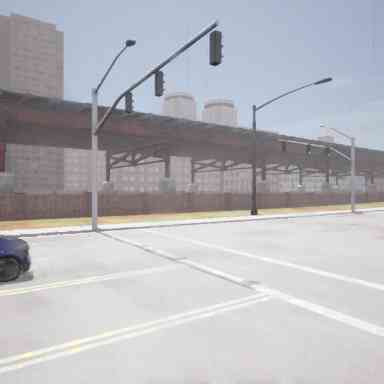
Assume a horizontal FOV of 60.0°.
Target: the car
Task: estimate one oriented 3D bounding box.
[{"bbox_3d":[-6.231,1.564,8.122,4.181,1.385,1.994,0,0,-35],"label":"car"}]
